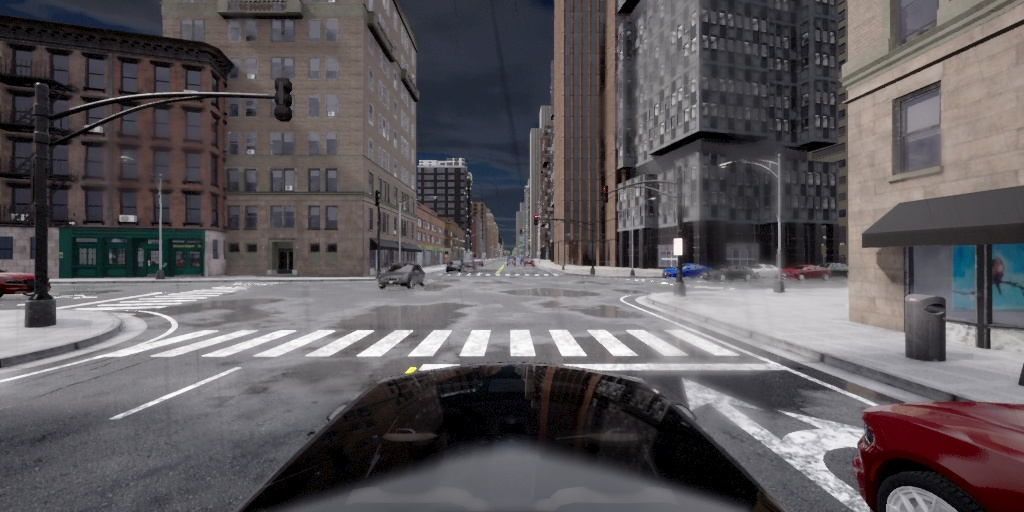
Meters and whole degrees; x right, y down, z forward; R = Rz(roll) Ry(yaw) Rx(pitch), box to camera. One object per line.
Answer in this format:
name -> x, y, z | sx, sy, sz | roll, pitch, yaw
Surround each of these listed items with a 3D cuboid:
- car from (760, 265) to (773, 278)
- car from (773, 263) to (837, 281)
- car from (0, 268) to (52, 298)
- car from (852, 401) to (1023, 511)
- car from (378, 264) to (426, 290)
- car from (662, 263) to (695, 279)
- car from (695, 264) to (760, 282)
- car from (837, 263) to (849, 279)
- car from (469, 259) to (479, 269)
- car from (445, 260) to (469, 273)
car -> 25.995, 1.639, 37.400 | 4.674, 1.442, 1.812 | 1, 0, -15
car -> 28.317, 1.593, 34.659 | 5.008, 1.535, 1.882 | 1, 0, -15
car -> -22.335, 0.962, 14.471 | 5.008, 1.535, 1.882 | 1, 0, -17
car -> 3.353, 1.228, 0.450 | 1.882, 1.535, 5.008 | 0, 0, 0
car -> -6.630, 1.231, 22.069 | 1.837, 1.490, 4.892 | 1, -1, 0
car -> 17.014, 1.486, 34.826 | 5.008, 1.535, 1.882 | 1, 0, -16
car -> 19.267, 1.514, 32.084 | 4.892, 1.490, 1.837 | 1, 0, -17
car -> 35.003, 1.570, 39.685 | 4.553, 1.767, 2.097 | 1, 0, -13
car -> -6.701, 1.324, 54.931 | 1.994, 1.385, 4.181 | 0, 0, 0
car -> -6.681, 1.262, 42.746 | 1.837, 1.490, 4.892 | 0, 0, 0
